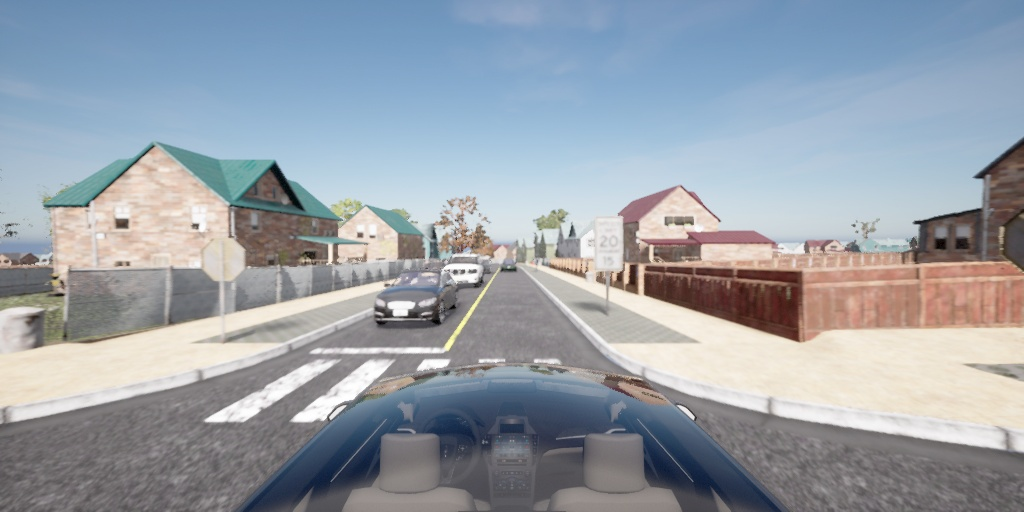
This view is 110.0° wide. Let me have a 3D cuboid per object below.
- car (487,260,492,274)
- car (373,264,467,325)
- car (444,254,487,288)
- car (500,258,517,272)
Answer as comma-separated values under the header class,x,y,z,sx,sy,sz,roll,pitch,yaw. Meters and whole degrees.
class,x,y,z,sx,sy,sz,roll,pitch,yaw
car,-3.152,1.151,38.256,1.837,1.490,4.892,0,0,0
car,-2.915,1.201,11.752,2.128,1.511,4.902,0,0,0
car,-3.030,0.891,23.131,2.150,2.045,5.566,0,0,-1
car,-0.376,1.210,43.143,1.994,1.385,4.181,0,0,-1
